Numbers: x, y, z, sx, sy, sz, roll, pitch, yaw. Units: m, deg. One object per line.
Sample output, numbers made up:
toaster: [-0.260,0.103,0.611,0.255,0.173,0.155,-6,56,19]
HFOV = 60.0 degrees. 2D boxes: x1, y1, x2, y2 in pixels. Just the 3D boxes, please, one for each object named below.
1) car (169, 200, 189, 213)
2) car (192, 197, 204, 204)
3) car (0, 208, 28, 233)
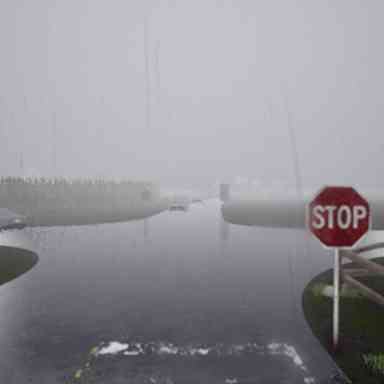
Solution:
car: [-1.379,1.572,36.834,1.895,1.301,4.718,0,0,4]
car: [1.076,1.503,61.655,1.895,1.301,4.718,0,0,7]
car: [-12.117,1.694,20.132,4.181,1.385,1.994,-1,0,18]
